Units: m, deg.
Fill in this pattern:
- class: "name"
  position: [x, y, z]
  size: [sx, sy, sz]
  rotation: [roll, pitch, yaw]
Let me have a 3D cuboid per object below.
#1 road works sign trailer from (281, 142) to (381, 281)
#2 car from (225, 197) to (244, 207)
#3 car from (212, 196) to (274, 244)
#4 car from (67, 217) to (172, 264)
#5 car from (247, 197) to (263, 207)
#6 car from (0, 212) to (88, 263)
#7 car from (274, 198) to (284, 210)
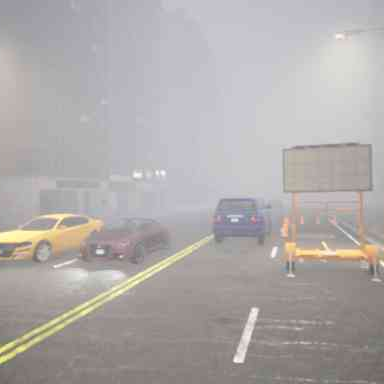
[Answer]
- class: "road works sign trailer"
  position: [3.925, 0.403, 9.755]
  size: [2.380, 3.560, 2.880]
  rotation: [-1, 0, 17]
- class: "car"
  position: [6.669, 1.520, 52.188]
  size: [2.033, 1.411, 5.357]
  rotation: [-1, 0, 17]
- class: "car"
  position: [2.502, 1.203, 15.851]
  size: [2.150, 2.045, 5.566]
  rotation: [-1, 0, 17]
- class: "car"
  position: [-2.249, 1.636, 12.103]
  size: [1.994, 1.385, 4.181]
  rotation: [-1, 0, 17]
- class: "car"
  position: [9.826, 1.506, 51.396]
  size: [1.895, 1.301, 4.718]
  rotation: [-1, 0, 17]
- class: "car"
  position: [-5.386, 1.616, 12.963]
  size: [1.882, 1.535, 5.008]
  rotation: [-1, 0, 17]
- class: "car"
  position: [10.343, 1.436, 41.410]
  size: [1.994, 1.385, 4.181]
  rotation: [-1, 0, 17]
